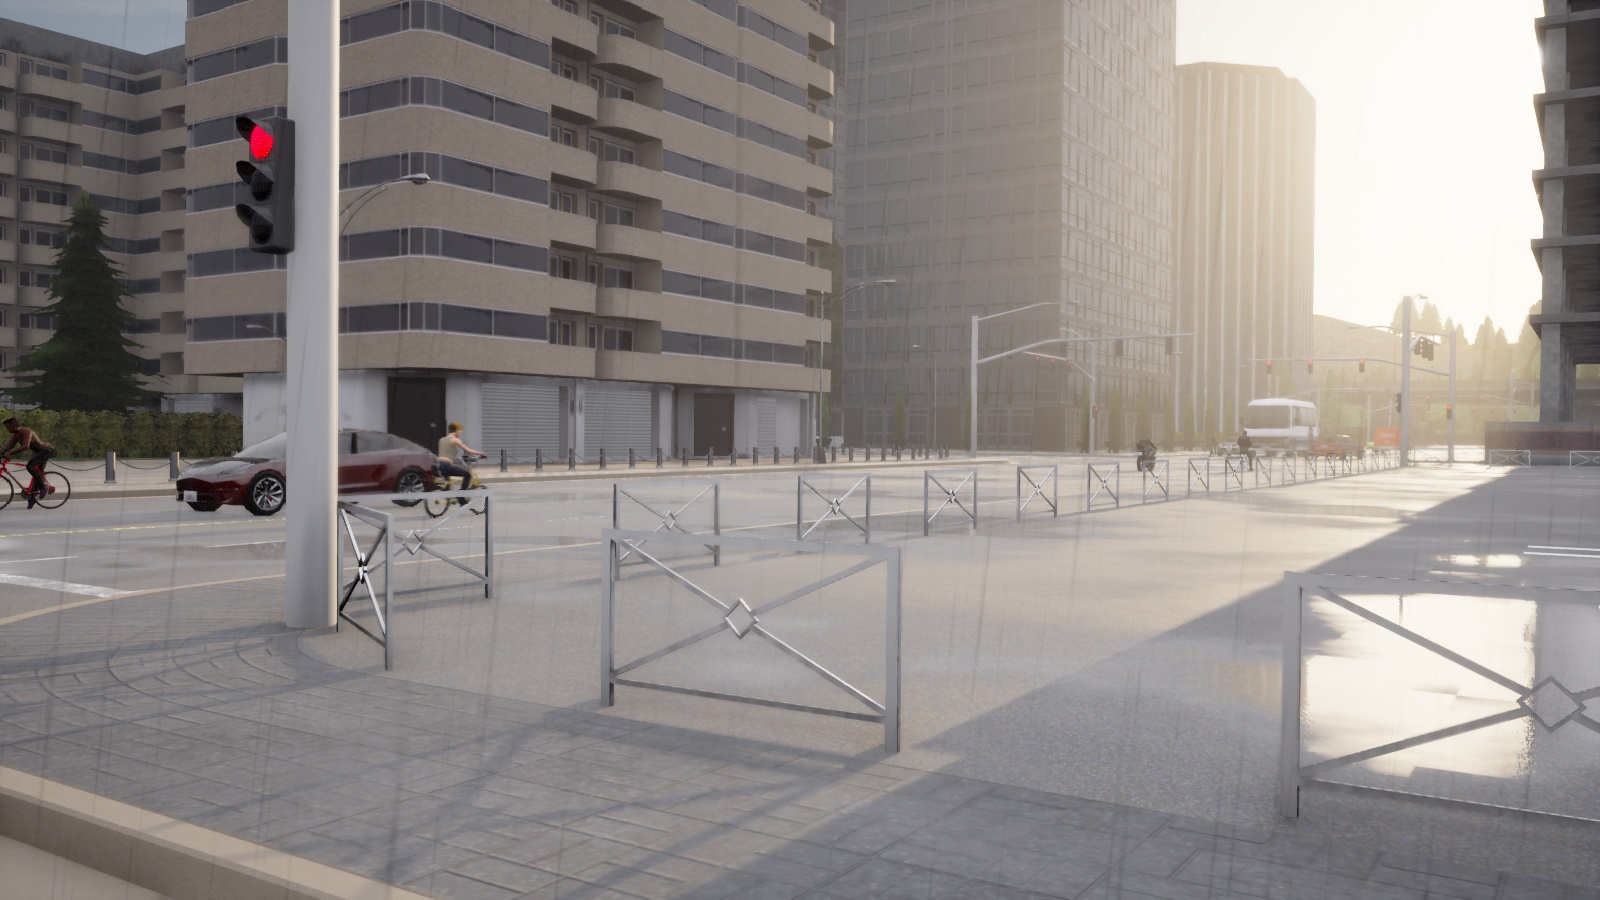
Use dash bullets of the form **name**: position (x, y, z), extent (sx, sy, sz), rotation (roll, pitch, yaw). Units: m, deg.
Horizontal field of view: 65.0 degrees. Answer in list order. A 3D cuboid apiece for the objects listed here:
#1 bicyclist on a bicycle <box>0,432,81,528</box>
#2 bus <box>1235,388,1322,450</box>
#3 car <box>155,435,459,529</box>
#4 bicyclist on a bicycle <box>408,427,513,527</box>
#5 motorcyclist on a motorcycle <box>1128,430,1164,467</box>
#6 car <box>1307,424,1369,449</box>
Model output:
- **bicyclist on a bicycle**: position (-13.599, 0.507, 21.982), extent (0.582, 1.620, 1.656), rotation (0, 1, 33)
- **bus**: position (35.063, -2.215, 91.767), extent (3.944, 4.253, 10.273), rotation (0, 1, 33)
- **car**: position (-8.837, 0.498, 22.939), extent (2.163, 1.488, 4.792), rotation (0, 1, 33)
- **bicyclist on a bicycle**: position (-5.744, 0.429, 21.282), extent (0.866, 1.612, 1.509), rotation (0, 1, 32)
- **motorcyclist on a motorcycle**: position (14.695, -0.095, 53.325), extent (0.866, 1.530, 2.191), rotation (0, 1, 33)
- **car**: position (36.644, -0.922, 85.429), extent (4.611, 1.667, 2.242), rotation (-1, 1, -44)
